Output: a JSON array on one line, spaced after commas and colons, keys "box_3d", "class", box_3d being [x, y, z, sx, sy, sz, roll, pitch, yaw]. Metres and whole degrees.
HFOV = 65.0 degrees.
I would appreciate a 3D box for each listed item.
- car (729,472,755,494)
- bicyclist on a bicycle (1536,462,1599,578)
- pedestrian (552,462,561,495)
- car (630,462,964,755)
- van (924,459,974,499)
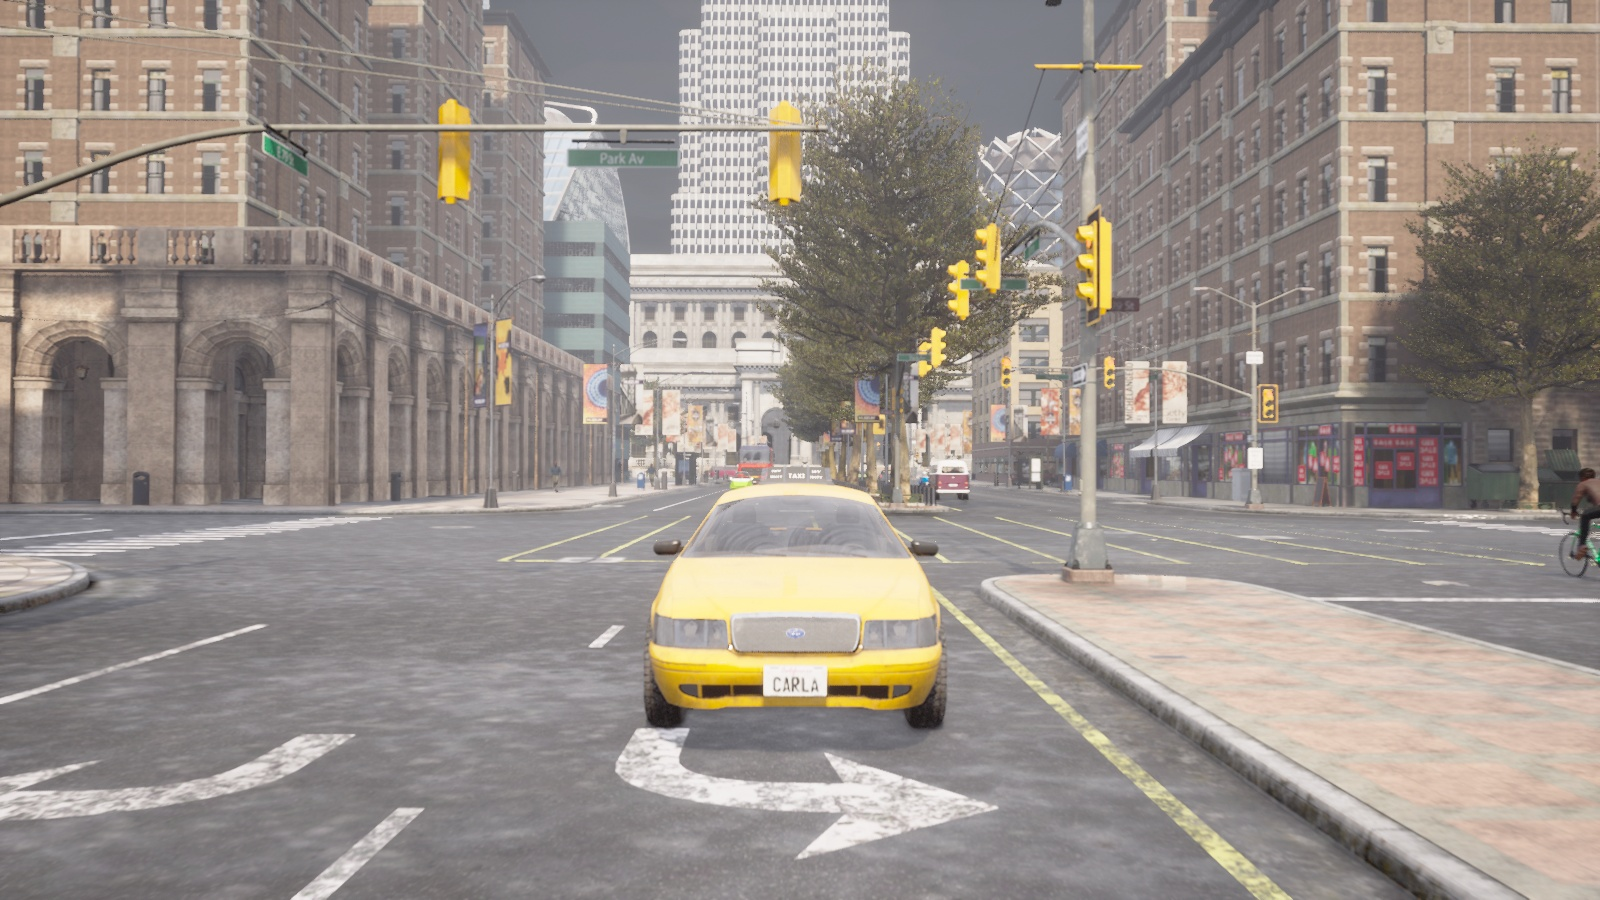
[{"box_3d": [-3.628, 2.072, 78.699, 1.481, 1.376, 2.207, 0, -1, 1], "class": "car"}, {"box_3d": [11.452, 0.995, 18.199, 0.582, 1.620, 1.656, 0, -1, 0], "class": "bicyclist on a bicycle"}, {"box_3d": [-13.724, 1.593, 70.712, 0.370, 1.835, 0.726, 0, -1, 0], "class": "pedestrian"}, {"box_3d": [-0.023, 0.894, 9.463, 1.801, 1.575, 5.366, 0, -1, 0], "class": "car"}, {"box_3d": [7.837, 1.510, 66.493, 2.069, 2.038, 4.480, 0, -1, 0], "class": "van"}]
